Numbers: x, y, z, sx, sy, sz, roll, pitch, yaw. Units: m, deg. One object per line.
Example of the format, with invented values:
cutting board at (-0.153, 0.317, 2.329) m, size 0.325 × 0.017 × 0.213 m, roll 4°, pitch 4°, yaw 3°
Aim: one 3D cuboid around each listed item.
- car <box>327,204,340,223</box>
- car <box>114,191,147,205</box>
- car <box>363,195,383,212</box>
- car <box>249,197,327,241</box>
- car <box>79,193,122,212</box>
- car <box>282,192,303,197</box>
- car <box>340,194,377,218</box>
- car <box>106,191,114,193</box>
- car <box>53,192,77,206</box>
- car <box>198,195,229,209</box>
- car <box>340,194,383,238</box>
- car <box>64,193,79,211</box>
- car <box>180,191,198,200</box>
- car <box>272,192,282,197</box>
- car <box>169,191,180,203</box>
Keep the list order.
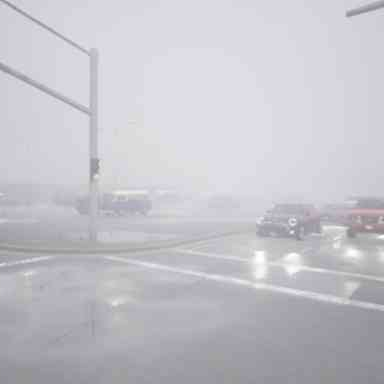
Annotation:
car at (10.072, 1.536, 23.678) m, size 1.994 × 1.385 × 4.181 m, roll 1°, pitch 0°, yaw 36°
car at (-10.538, 0.830, 57.212) m, size 1.932 × 1.855 × 4.605 m, roll 1°, pitch 0°, yaw 37°
car at (21.972, 1.316, 39.706) m, size 2.097 × 1.767 × 4.553 m, roll 1°, pitch 0°, yaw 37°
car at (4.964, 1.328, 16.759) m, size 2.097 × 1.767 × 4.553 m, roll 1°, pitch 0°, yaw 36°
car at (-10.575, 1.167, 38.526) m, size 1.970 × 1.475 × 3.806 m, roll 1°, pitch 0°, yaw 37°
car at (17.959, 1.001, 57.820) m, size 1.932 × 1.855 × 4.605 m, roll 1°, pitch 0°, yaw 37°
car at (15.805, 1.190, 31.417) m, size 2.150 × 2.045 × 5.566 m, roll 1°, pitch 0°, yaw 36°
car at (-12.824, 1.018, 58.993) m, size 1.784 × 1.438 × 3.905 m, roll 1°, pitch 0°, yaw 37°
car at (-15.078, 0.880, 41.815) m, size 1.932 × 1.855 × 4.605 m, roll 1°, pitch 0°, yaw 37°
car at (3.069, 1.206, 47.196) m, size 1.970 × 1.475 × 3.806 m, roll 1°, pitch 0°, yaw 37°
car at (9.507, 1.224, 17.020) m, size 2.150 × 2.045 × 5.566 m, roll 1°, pitch 0°, yaw 36°
car at (-12.897, 1.112, 40.255) m, size 1.784 × 1.438 × 3.905 m, roll 1°, pitch 0°, yaw 37°
car at (-0.094, 0.826, 71.278) m, size 1.905 × 1.878 × 3.866 m, roll 1°, pitch 0°, yaw 37°
car at (15.670, 0.981, 59.592) m, size 1.905 × 1.878 × 3.866 m, roll 1°, pitch 0°, yaw 37°
car at (-2.411, 1.042, 73.017) m, size 1.970 × 1.475 × 3.806 m, roll 1°, pitch 0°, yaw 37°
